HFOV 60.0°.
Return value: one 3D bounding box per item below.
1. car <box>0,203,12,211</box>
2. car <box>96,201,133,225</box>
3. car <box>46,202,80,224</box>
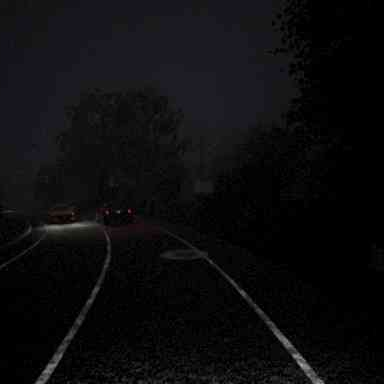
[{"bbox_3d":[-35.138,2.750,62.589,1.882,1.535,5.008,-3,1,-31],"label":"car"},{"bbox_3d":[-6.065,1.477,25.519,2.097,1.767,4.553,-3,0,-24],"label":"car"},{"bbox_3d":[-11.301,1.831,28.442,1.882,1.535,5.008,-3,0,-30],"label":"car"}]
